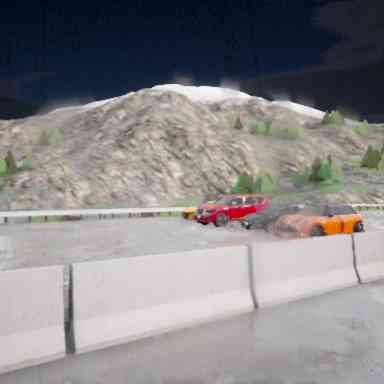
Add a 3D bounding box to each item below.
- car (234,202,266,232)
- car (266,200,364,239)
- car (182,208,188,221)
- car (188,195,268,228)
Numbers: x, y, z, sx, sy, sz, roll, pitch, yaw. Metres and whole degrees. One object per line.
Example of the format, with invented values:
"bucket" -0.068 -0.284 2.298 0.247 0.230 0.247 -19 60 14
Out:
"car" 5.101 1.493 19.466 4.892 1.490 1.837 0 0 -30
"car" 6.127 1.349 16.008 4.553 1.767 2.097 0 0 -30
"car" 1.601 1.445 25.530 5.008 1.535 1.882 0 0 -30
"car" 2.827 1.196 22.217 5.566 2.045 2.150 0 0 -30
